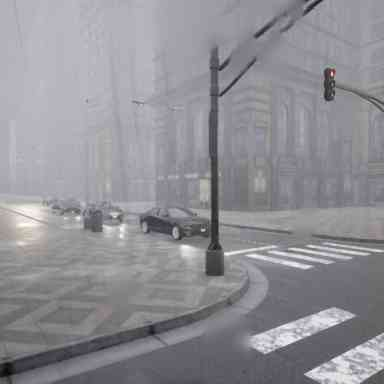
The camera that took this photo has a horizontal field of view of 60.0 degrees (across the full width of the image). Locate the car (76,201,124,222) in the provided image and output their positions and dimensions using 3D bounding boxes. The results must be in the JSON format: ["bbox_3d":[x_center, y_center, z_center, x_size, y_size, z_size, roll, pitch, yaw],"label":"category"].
[{"bbox_3d":[-6.862,1.480,25.462,2.128,1.511,4.902,0,0,-36],"label":"car"}]

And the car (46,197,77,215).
[{"bbox_3d":[-13.010,1.518,34.093,2.033,1.411,5.357,0,0,-35],"label":"car"}]

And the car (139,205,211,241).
[{"bbox_3d":[-0.947,1.470,17.175,1.882,1.535,5.008,0,0,-36],"label":"car"}]

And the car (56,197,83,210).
[{"bbox_3d":[-16.401,1.489,44.262,2.033,1.411,5.357,0,0,-35],"label":"car"}]

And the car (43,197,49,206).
[{"bbox_3d":[-22.043,1.446,52.076,1.812,1.442,4.674,0,0,-36],"label":"car"}]
